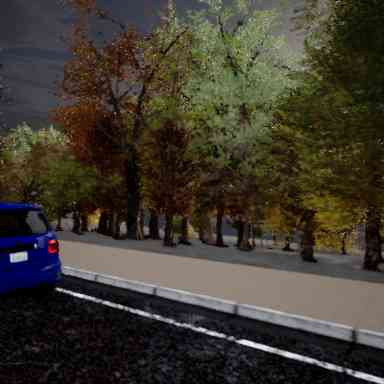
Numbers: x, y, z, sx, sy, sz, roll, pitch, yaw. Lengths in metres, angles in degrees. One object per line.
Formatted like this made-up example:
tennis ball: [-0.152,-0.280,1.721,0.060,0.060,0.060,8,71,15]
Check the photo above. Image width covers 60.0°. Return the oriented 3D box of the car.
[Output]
car: [-5.177,1.251,7.350,5.566,2.045,2.150,-1,0,36]
